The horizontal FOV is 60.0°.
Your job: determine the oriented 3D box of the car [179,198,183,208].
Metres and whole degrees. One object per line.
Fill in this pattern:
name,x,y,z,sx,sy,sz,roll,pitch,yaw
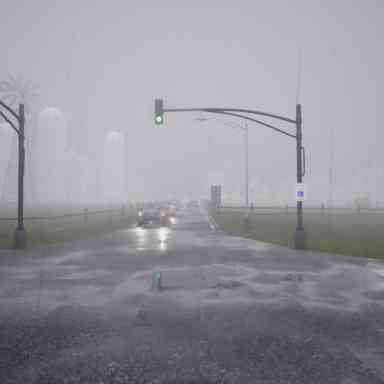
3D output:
car,-2.745,1.920,45.599,2.033,1.411,5.357,0,0,0

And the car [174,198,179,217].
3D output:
car,-2.774,1.641,35.053,2.097,1.767,4.553,0,0,0

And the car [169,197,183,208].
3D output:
car,-2.670,1.814,56.799,2.097,1.767,4.553,0,0,1

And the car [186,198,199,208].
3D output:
car,0.124,1.943,56.826,2.128,1.511,4.902,0,0,0

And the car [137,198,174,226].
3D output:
car,-2.824,1.567,25.478,2.097,1.767,4.553,0,0,1

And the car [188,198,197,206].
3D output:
car,0.153,2.042,67.247,1.837,1.490,4.892,0,0,0
